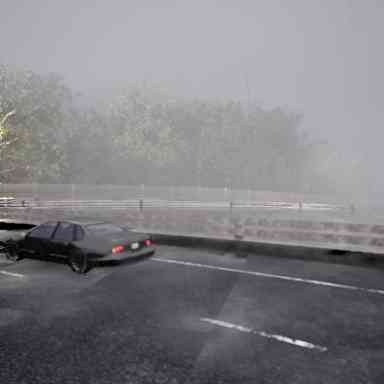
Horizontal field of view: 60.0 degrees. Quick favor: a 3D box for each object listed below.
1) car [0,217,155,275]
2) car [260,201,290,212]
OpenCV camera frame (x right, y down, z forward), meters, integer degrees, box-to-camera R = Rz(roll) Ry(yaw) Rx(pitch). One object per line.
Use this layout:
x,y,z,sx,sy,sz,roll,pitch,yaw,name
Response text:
-3.705,1.497,10.270,5.357,1.411,2.033,0,0,30,car
11.777,1.984,47.189,4.902,1.511,2.128,3,-1,-28,car
